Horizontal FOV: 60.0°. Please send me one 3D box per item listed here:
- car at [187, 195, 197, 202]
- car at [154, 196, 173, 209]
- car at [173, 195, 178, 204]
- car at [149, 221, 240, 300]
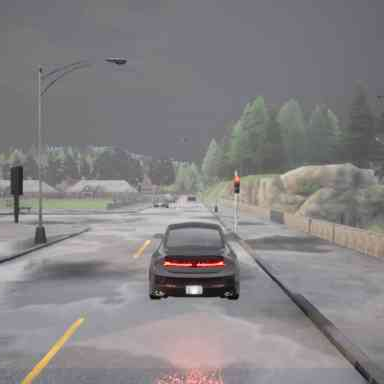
[{"bbox_3d":[-0.032,1.323,70.999,1.882,1.535,5.008,0,0,0],"label":"car"},{"bbox_3d":[-4.117,1.491,45.474,2.128,1.511,4.902,0,0,0],"label":"car"},{"bbox_3d":[-4.089,1.525,62.365,1.812,1.442,4.674,0,0,0],"label":"car"},{"bbox_3d":[0.057,1.505,8.381,1.837,1.490,4.892,0,0,0],"label":"car"}]
